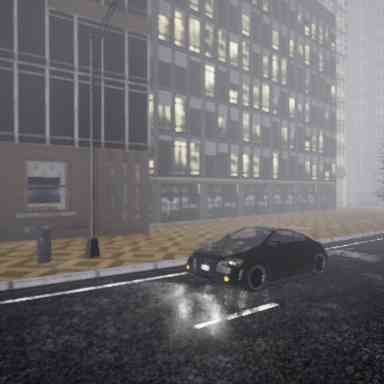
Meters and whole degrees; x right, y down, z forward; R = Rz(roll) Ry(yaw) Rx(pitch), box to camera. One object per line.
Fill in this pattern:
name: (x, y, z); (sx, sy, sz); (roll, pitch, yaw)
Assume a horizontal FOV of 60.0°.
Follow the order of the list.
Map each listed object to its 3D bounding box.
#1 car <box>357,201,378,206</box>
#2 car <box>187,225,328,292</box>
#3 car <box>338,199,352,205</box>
car: (37.489, 2.278, 70.832); (1.802, 1.307, 4.206); (0, 0, -42)
car: (1.910, 1.650, 9.203); (4.181, 1.385, 1.994); (1, 0, -37)
car: (33.727, 2.217, 75.092); (1.947, 1.339, 4.313); (0, 0, -42)
